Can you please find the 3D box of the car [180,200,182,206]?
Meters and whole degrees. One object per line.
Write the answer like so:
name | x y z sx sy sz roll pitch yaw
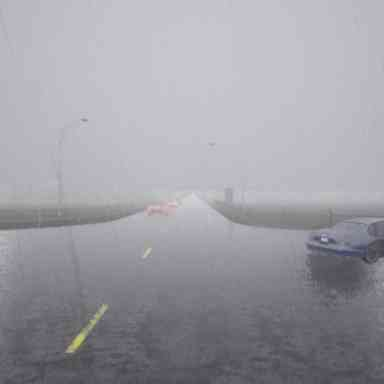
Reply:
car | -3.160 2.072 68.931 2.128 1.511 4.902 0 0 0

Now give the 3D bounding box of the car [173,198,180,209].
car | -3.339 1.924 53.537 1.882 1.535 5.008 0 -1 1

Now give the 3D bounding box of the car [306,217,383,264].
car | 6.752 1.648 12.166 5.357 1.411 2.033 0 0 -24

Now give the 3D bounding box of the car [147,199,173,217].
car | -3.494 1.658 35.397 2.097 1.767 4.553 0 0 0
